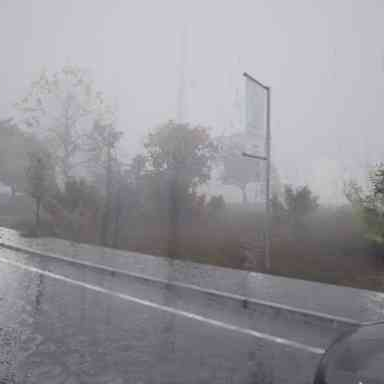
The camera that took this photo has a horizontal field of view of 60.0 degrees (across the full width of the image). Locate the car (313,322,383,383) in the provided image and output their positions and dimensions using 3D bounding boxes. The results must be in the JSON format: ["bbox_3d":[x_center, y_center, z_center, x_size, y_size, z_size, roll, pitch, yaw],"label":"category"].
[{"bbox_3d":[3.219,1.513,1.809,4.892,1.490,1.837,0,0,35],"label":"car"}]
